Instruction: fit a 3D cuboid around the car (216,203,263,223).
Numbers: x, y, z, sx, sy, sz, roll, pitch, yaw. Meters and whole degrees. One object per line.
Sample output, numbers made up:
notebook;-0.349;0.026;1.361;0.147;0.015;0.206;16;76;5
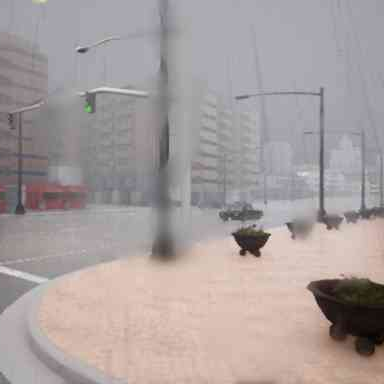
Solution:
car;4.229;1.835;27.863;1.895;1.301;4.718;0;-1;35

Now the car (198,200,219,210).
car;2.793;1.999;50.166;1.812;1.442;4.674;0;-1;36

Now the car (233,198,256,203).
car;7.189;2.065;50.277;2.033;1.411;5.357;0;-1;36
